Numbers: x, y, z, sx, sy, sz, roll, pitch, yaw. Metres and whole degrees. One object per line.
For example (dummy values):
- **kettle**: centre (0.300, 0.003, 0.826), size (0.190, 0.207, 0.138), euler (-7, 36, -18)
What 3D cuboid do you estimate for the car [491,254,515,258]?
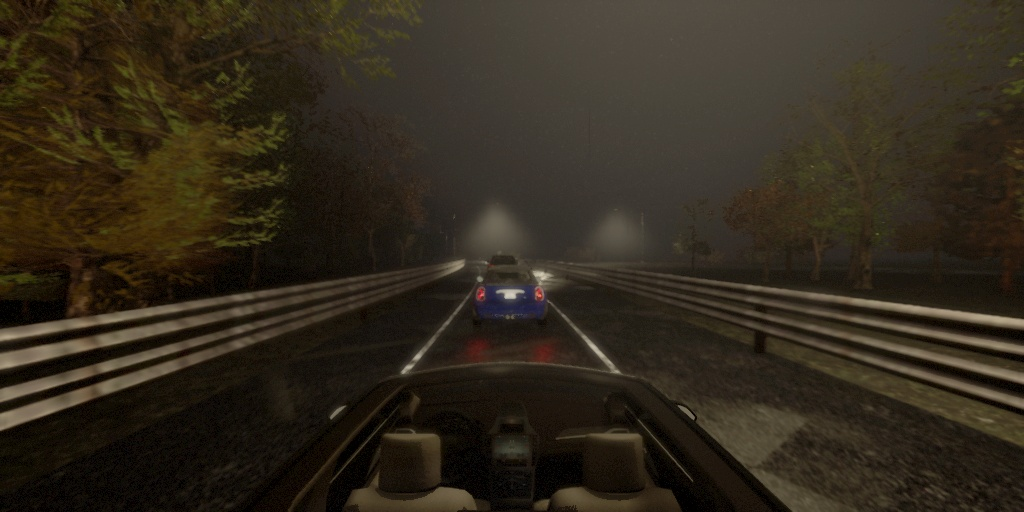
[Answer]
- **car**: centre (-0.715, 0.892, 27.067), size (2.150, 2.045, 5.566), euler (0, 0, -3)

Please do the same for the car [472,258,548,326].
- **car**: centre (-0.093, 1.069, 11.665), size (2.097, 1.767, 4.553), euler (0, 0, -1)
